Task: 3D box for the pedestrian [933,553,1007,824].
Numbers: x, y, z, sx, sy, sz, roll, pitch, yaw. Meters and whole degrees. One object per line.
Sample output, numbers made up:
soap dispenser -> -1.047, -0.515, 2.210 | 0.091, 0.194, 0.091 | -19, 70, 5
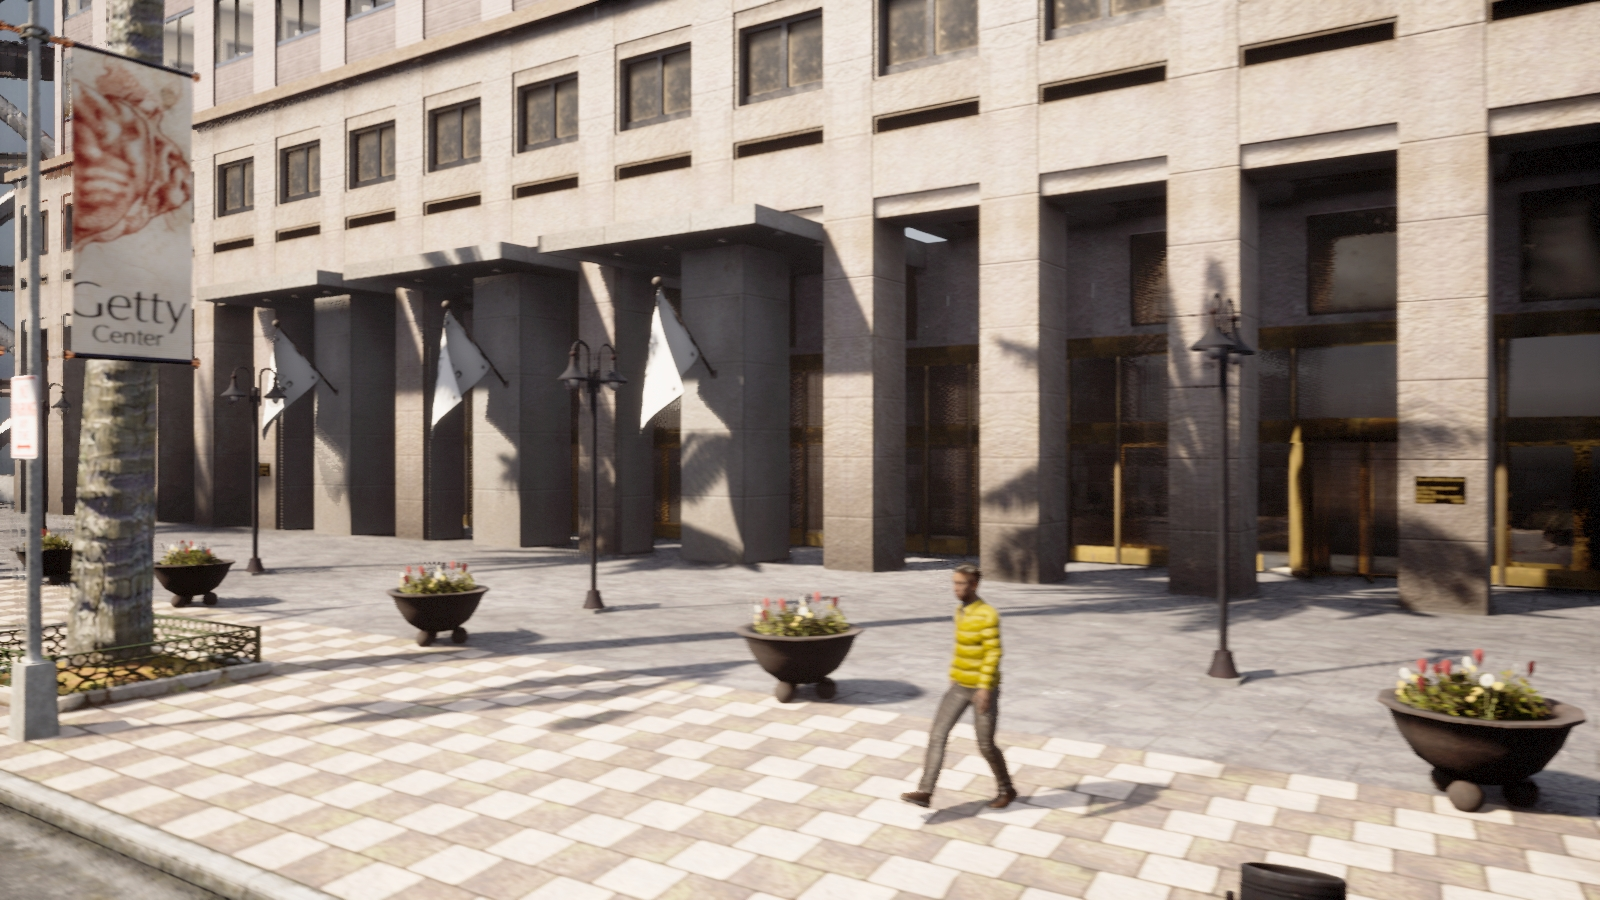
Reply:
pedestrian -> 1.230, 1.697, 8.275 | 0.375, 1.860, 0.375 | 0, 0, -28
